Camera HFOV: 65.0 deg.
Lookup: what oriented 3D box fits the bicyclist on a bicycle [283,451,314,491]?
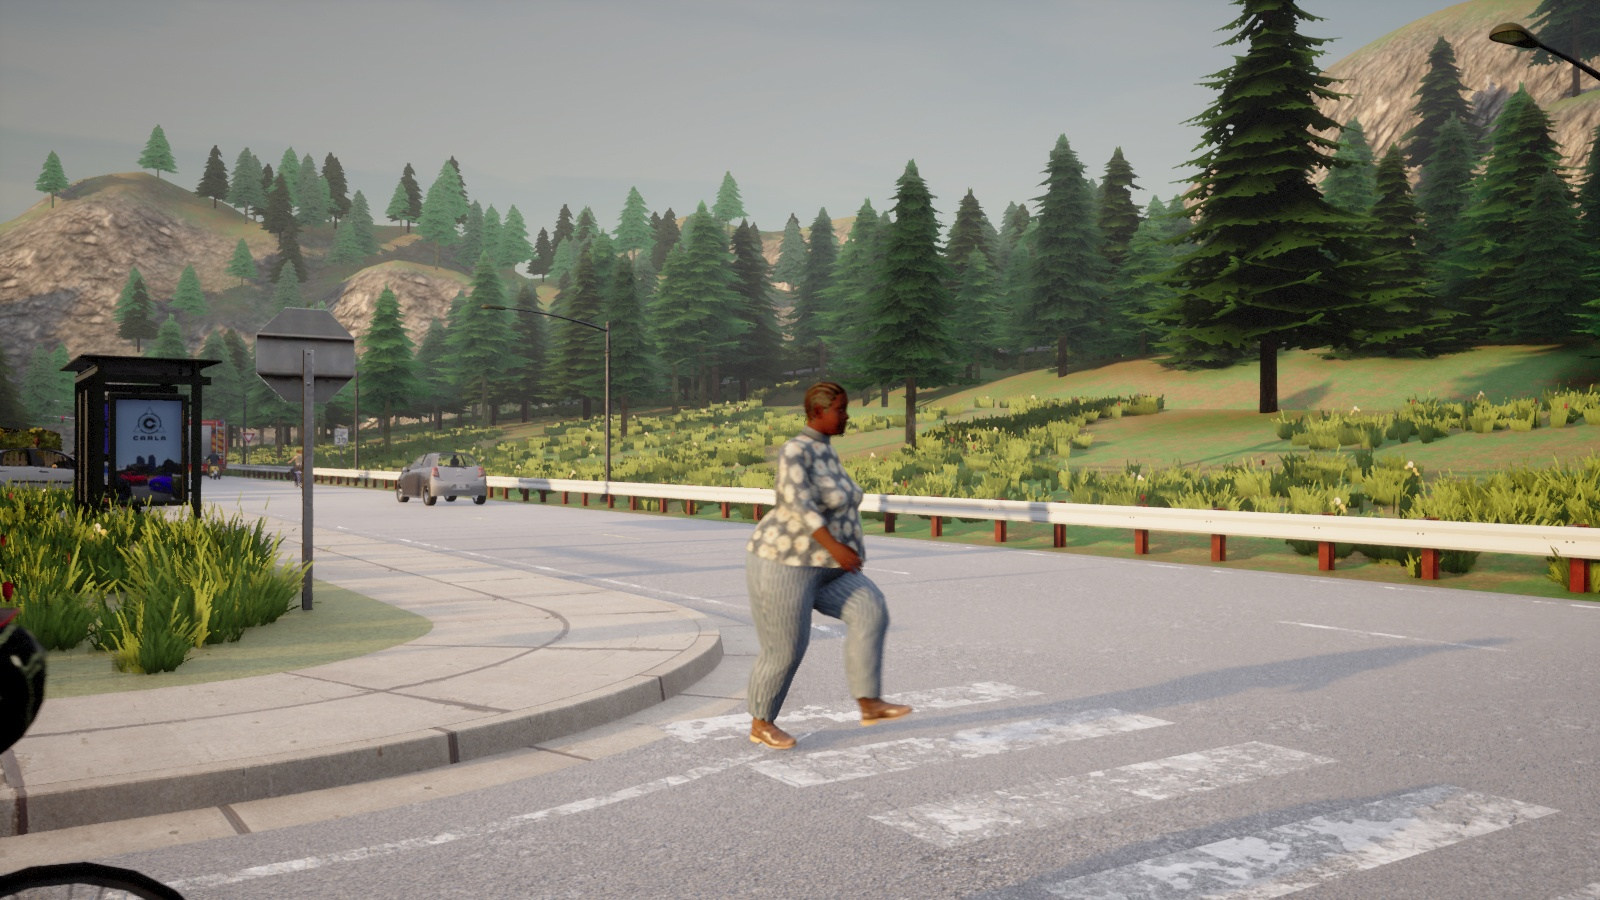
[{"bbox_3d":[-20.528,0.852,51.354,0.866,1.612,1.509,0,0,-34],"label":"bicyclist on a bicycle"}]

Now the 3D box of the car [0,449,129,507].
[{"bbox_3d":[-21.813,0.779,36.400,3.988,1.617,1.851,0,0,-35],"label":"car"}]

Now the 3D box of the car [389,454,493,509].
[{"bbox_3d":[-10.383,0.871,36.207,1.845,1.501,3.633,0,0,-34],"label":"car"}]

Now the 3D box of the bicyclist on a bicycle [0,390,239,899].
[{"bbox_3d":[-1.932,0.707,2.208,1.656,1.620,0.582,0,0,-33],"label":"bicyclist on a bicycle"}]

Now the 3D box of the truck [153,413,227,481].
[{"bbox_3d":[-36.889,-0.154,75.752,2.891,3.827,8.468,0,0,-34],"label":"truck"}]

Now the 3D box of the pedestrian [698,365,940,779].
[{"bbox_3d":[0.112,0.548,6.229,0.900,1.855,0.874,0,0,28],"label":"pedestrian"}]

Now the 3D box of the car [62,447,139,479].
[{"bbox_3d":[-43.815,0.823,78.647,4.605,1.855,1.932,1,-1,27],"label":"car"}]
